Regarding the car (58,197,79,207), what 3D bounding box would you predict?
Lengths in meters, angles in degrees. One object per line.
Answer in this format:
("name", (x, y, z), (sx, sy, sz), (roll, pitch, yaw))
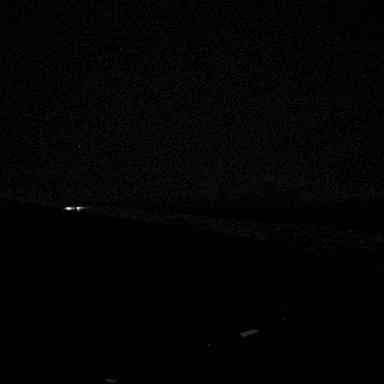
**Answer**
("car", (-18.644, 1.513, 50.054), (2.033, 1.411, 5.357), (-1, 1, -35))
